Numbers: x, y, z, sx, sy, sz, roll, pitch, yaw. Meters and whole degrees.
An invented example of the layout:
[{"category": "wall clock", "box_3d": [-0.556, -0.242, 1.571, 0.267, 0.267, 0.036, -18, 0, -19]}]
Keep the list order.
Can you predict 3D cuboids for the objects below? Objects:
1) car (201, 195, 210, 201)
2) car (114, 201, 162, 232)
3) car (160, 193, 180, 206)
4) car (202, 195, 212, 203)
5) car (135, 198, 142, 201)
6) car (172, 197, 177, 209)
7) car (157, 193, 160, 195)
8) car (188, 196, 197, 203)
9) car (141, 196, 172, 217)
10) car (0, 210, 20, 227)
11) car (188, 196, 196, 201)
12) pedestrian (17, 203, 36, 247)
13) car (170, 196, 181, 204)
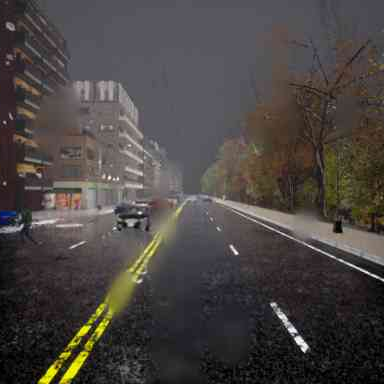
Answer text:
[{"category": "car", "box_3d": [3.270, 1.467, 80.198, 2.033, 1.411, 5.357, 0, 0, 0]}, {"category": "car", "box_3d": [-3.355, 1.534, 20.662, 2.128, 1.511, 4.902, 0, 0, 0]}, {"category": "car", "box_3d": [-3.329, 1.356, 51.461, 2.097, 1.767, 4.553, 0, 0, 0]}, {"category": "car", "box_3d": [3.267, 1.599, 70.229, 1.895, 1.301, 4.718, 0, 0, 0]}, {"category": "car", "box_3d": [-6.585, 1.612, 33.787, 1.895, 1.301, 4.718, 0, 1, 0]}, {"category": "car", "box_3d": [-3.339, 1.602, 41.993, 1.895, 1.301, 4.718, 0, 0, 0]}, {"category": "car", "box_3d": [-6.483, 1.215, 71.185, 2.150, 2.045, 5.566, 0, 0, 0]}, {"category": "car", "box_3d": [0.017, 1.599, 70.229, 1.895, 1.301, 4.718, 0, 0, 0]}, {"category": "car", "box_3d": [-3.345, 1.501, 32.224, 1.882, 1.535, 5.008, 0, 0, 0]}, {"category": "car", "box_3d": [-14.297, 1.643, 22.559, 5.008, 1.535, 1.882, -1, 0, 4]}, {"category": "car", "box_3d": [0.019, 1.522, 80.229, 1.895, 1.301, 4.718, 0, 0, 0]}, {"category": "pedestrian", "box_3d": [-6.687, 1.293, 13.457, 0.375, 1.860, 0.375, 0, 0, 0]}, {"category": "car", "box_3d": [-3.269, 1.535, 65.492, 1.812, 1.442, 4.674, 0, 0, 1]}]
